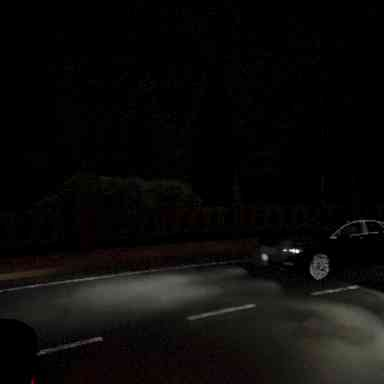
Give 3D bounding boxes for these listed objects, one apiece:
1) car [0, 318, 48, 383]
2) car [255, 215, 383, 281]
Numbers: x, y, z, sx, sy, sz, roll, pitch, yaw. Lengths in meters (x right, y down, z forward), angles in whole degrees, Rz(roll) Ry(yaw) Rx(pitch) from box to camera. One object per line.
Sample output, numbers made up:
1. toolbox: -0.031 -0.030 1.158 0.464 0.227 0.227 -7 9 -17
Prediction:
1. car: -3.194 1.484 1.296 4.892 1.490 1.837 1 0 -37
2. car: 4.170 1.449 9.600 4.902 1.511 2.128 0 0 -22
